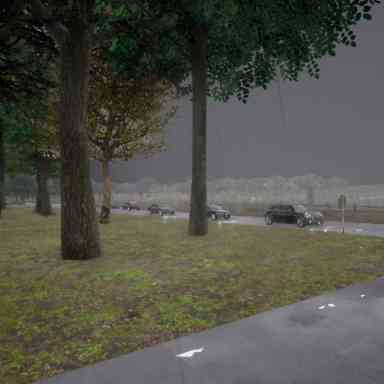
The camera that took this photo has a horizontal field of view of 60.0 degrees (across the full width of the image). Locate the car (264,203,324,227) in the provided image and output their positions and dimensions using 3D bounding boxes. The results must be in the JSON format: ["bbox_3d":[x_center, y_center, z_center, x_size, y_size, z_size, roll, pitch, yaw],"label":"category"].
[{"bbox_3d":[7.820,1.687,25.698,2.097,1.767,4.553,-1,0,-35],"label":"car"}]

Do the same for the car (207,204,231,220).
[{"bbox_3d":[1.953,2.028,34.069,1.837,1.490,4.892,-1,0,-35],"label":"car"}]

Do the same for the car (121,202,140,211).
[{"bbox_3d":[-10.638,2.434,57.146,1.837,1.490,4.892,-1,0,-35],"label":"car"}]

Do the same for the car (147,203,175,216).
[{"bbox_3d":[-3.994,2.213,42.564,1.837,1.490,4.892,-1,0,-35],"label":"car"}]

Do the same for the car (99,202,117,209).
[{"bbox_3d":[-16.586,2.652,65.620,2.033,1.411,5.357,-1,0,-35],"label":"car"}]
